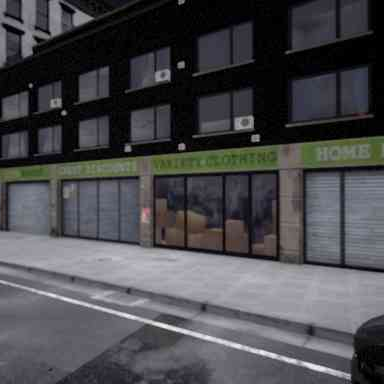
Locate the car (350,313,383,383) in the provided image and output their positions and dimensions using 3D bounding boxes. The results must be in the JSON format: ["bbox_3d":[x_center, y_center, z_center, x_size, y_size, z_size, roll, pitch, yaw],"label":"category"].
[{"bbox_3d":[3.747,1.472,2.090,5.008,1.535,1.882,-1,-1,34],"label":"car"}]
